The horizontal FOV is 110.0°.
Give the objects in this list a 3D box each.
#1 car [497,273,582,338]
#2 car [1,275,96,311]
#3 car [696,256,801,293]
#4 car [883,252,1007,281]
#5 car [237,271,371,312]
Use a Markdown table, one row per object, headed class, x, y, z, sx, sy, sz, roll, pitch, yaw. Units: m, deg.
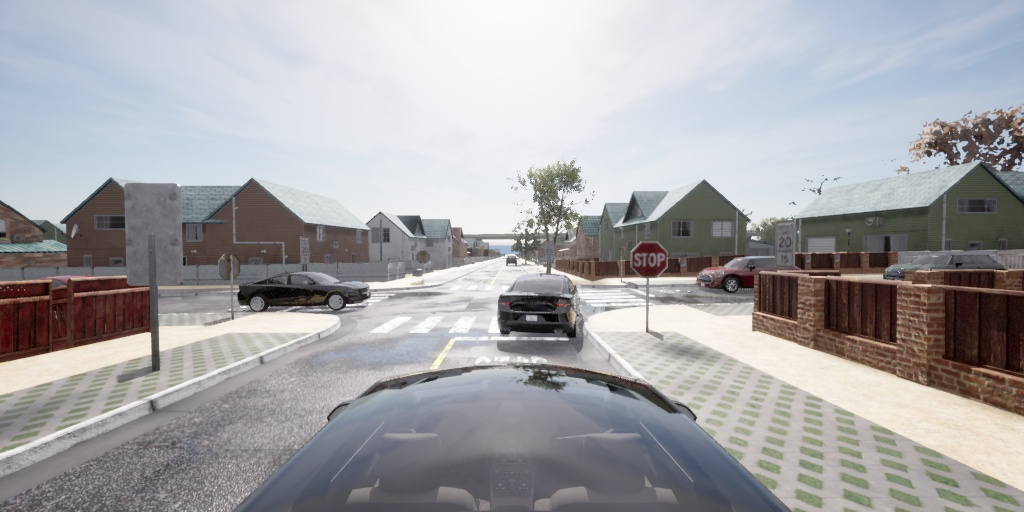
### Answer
| class | x | y | z | sx | sy | sz | roll | pitch | yaw |
| --- | --- | --- | --- | --- | --- | --- | --- | --- | --- |
| car | 0.947 | 1.224 | 10.351 | 1.882 | 1.535 | 5.008 | 0 | 0 | 12 |
| car | -18.038 | 1.546 | 14.791 | 5.008 | 1.535 | 1.882 | -1 | 2 | 0 |
| car | 11.786 | 0.820 | 17.975 | 4.553 | 1.767 | 2.097 | -1 | 2 | 0 |
| car | 21.681 | 0.645 | 18.059 | 4.553 | 1.767 | 2.097 | -1 | 2 | 0 |
| car | -8.485 | 1.376 | 14.866 | 5.008 | 1.535 | 1.882 | -1 | 2 | 0 |
